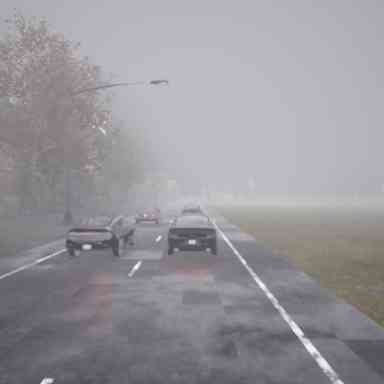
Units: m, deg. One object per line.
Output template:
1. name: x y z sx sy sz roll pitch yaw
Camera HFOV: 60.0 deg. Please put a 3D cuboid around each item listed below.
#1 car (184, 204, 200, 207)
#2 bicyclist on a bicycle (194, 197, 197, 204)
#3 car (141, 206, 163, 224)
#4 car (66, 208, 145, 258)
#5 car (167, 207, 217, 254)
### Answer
1. car: 0.024 1.818 28.495 1.837 1.490 4.892 0 0 1
2. bicyclist on a bicycle: 0.963 2.378 92.381 0.659 1.776 1.843 0 0 0
3. car: -3.489 1.848 27.542 2.033 1.411 5.357 0 -1 0
4. car: -3.476 1.641 13.505 2.128 1.511 4.902 0 0 1
5. car: 0.032 1.634 14.245 1.882 1.535 5.008 0 0 1
